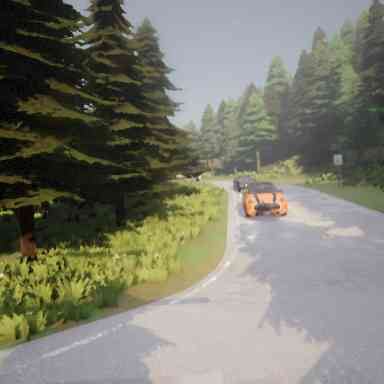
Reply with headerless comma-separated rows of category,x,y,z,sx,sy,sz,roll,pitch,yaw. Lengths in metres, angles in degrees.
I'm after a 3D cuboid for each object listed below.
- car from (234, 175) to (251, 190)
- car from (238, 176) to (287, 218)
car,5.073,-0.834,31.587,2.128,1.511,4.902,-3,6,1
car,3.913,0.260,18.532,2.097,1.767,4.553,-3,5,6
